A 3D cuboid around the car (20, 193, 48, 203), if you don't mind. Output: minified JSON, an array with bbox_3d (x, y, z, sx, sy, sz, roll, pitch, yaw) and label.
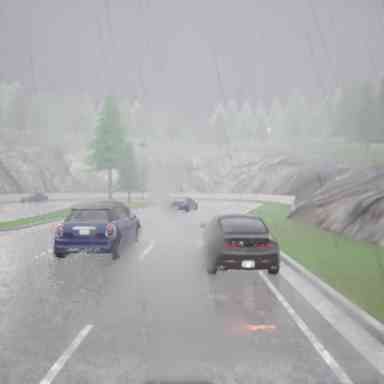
[{"bbox_3d":[-25.546,1.006,53.984,1.837,1.490,4.892,0,1,18],"label":"car"}]

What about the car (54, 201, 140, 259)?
[{"bbox_3d":[-3.255,1.238,12.290,2.097,1.767,4.553,0,1,1],"label":"car"}]

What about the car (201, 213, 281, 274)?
[{"bbox_3d":[1.336,1.412,10.167,1.837,1.490,4.892,0,1,1],"label":"car"}]

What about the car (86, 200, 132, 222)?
[{"bbox_3d":[-6.070,1.334,24.881,1.994,1.385,4.181,0,1,7],"label":"car"}]

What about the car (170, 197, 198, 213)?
[{"bbox_3d":[-0.778,1.227,32.502,1.812,1.442,4.674,0,0,16],"label":"car"}]
